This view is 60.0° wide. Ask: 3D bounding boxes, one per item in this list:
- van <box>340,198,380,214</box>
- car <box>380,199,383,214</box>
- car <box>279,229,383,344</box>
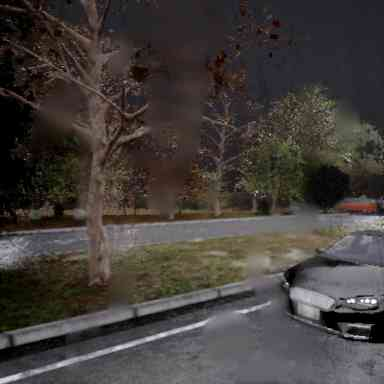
[{"bbox_3d":[21.951,1.823,44.233,1.878,1.987,4.442,2,-1,-36],"label":"van"},{"bbox_3d":[24.355,1.894,45.842,2.435,2.045,5.566,2,-1,-36],"label":"car"},{"bbox_3d":[3.710,1.503,6.344,4.902,1.511,2.128,0,0,-36],"label":"car"}]
